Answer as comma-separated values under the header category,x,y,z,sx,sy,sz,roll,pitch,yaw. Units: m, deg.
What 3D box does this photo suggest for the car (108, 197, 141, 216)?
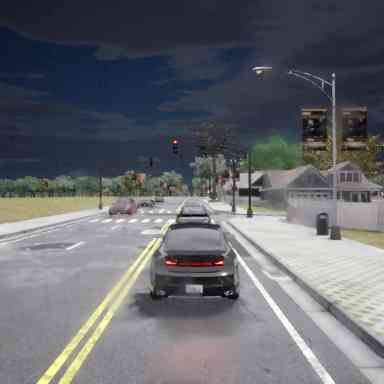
category,x,y,z,sx,sy,sz,roll,pitch,yaw
car,-6.646,1.362,32.350,2.097,1.767,4.553,0,0,0

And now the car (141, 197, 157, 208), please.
category,x,y,z,sx,sy,sz,roll,pitch,yaw
car,-6.665,1.571,48.850,1.994,1.385,4.181,0,0,0

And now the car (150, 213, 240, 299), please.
category,x,y,z,sx,sy,sz,roll,pitch,yaw
car,0.071,1.510,8.451,1.837,1.490,4.892,0,0,1

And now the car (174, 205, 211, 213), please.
category,x,y,z,sx,sy,sz,roll,pitch,yaw
car,0.048,1.501,18.720,2.128,1.511,4.902,0,0,-2

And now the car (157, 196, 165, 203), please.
category,x,y,z,sx,sy,sz,roll,pitch,yaw
car,-6.624,1.568,67.165,1.994,1.385,4.181,0,0,-1
